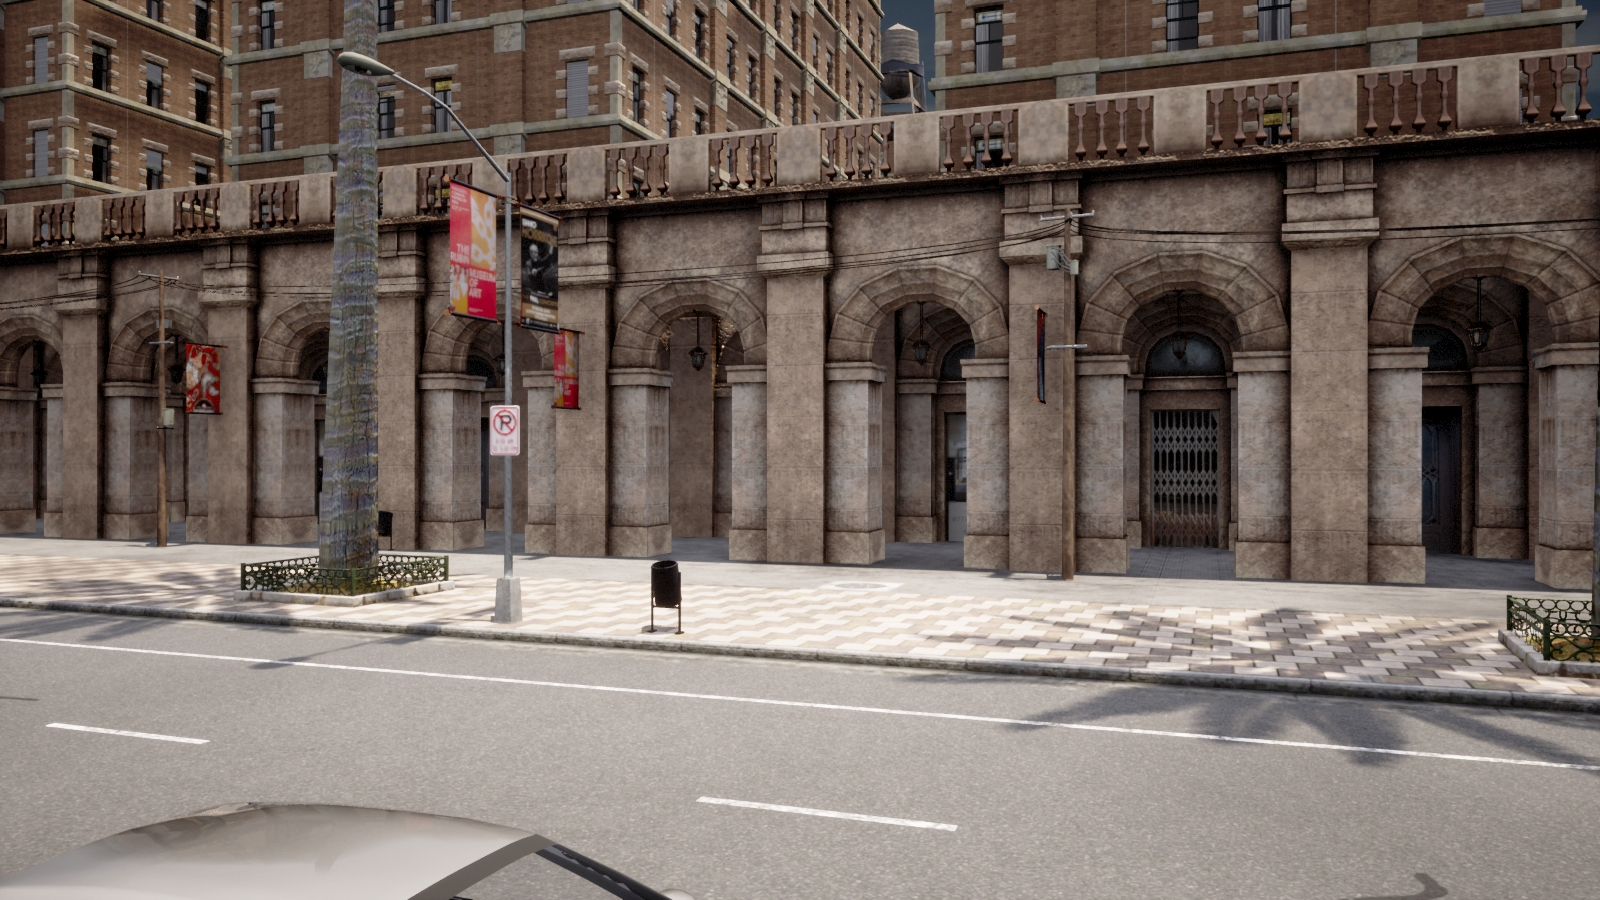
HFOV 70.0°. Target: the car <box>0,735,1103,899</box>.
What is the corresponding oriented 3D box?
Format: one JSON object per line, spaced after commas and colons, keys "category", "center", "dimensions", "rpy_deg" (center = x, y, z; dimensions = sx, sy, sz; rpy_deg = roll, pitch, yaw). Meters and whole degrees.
{"category": "car", "center": [-1.248, 2.067, 3.754], "dimensions": [4.193, 1.474, 1.816], "rpy_deg": [0, 0, 20]}
